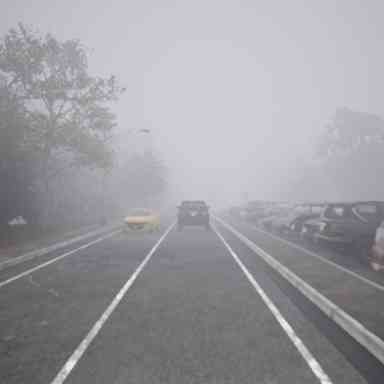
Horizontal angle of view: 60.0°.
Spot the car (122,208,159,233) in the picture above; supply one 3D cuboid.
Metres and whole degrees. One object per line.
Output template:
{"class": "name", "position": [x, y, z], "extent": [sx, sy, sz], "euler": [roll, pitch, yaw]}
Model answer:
{"class": "car", "position": [-3.347, 1.838, 22.290], "extent": [1.882, 1.535, 5.008], "euler": [0, -1, 0]}

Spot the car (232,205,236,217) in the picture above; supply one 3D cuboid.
{"class": "car", "position": [7.120, 2.197, 36.279], "extent": [4.792, 1.488, 2.163], "euler": [0, -1, 0]}

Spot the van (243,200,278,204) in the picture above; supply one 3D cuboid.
{"class": "van", "position": [7.199, 1.808, 30.735], "extent": [4.442, 1.987, 1.878], "euler": [0, -1, 0]}

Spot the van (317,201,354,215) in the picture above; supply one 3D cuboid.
{"class": "van", "position": [20.302, 2.228, 47.260], "extent": [4.442, 1.987, 1.878], "euler": [0, -2, 0]}

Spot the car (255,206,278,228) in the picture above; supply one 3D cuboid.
{"class": "car", "position": [7.042, 1.862, 22.404], "extent": [4.792, 1.488, 2.163], "euler": [0, -1, 0]}

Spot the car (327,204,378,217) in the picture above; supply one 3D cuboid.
{"class": "car", "position": [19.992, 2.291, 41.596], "extent": [5.366, 1.575, 1.946], "euler": [0, -1, 0]}

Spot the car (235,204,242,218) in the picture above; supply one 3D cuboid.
{"class": "car", "position": [7.089, 2.141, 33.504], "extent": [4.674, 1.452, 2.002], "euler": [0, -1, 0]}

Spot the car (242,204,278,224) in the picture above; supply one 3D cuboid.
{"class": "car", "position": [7.085, 1.966, 27.954], "extent": [5.008, 1.535, 2.097], "euler": [0, -1, 0]}

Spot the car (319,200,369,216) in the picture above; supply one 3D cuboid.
{"class": "car", "position": [20.208, 2.116, 44.370], "extent": [5.566, 2.045, 2.435], "euler": [0, -2, 0]}

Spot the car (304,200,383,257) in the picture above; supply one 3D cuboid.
{"class": "car", "position": [7.086, 1.329, 11.324], "extent": [5.566, 2.045, 2.435], "euler": [0, 0, 0]}

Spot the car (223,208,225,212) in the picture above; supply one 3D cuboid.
{"class": "car", "position": [7.107, 2.378, 44.602], "extent": [5.008, 1.535, 2.097], "euler": [0, -2, 0]}

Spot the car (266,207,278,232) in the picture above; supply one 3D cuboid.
{"class": "car", "position": [7.071, 1.806, 19.627], "extent": [4.674, 1.452, 2.002], "euler": [0, -1, 0]}

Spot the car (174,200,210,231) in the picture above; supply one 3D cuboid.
{"class": "car", "position": [0.104, 1.617, 24.014], "extent": [2.150, 2.045, 5.566], "euler": [0, -1, 0]}

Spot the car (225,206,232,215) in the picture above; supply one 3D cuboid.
{"class": "car", "position": [7.065, 1.983, 39.062], "extent": [5.566, 2.045, 2.435], "euler": [0, -1, 0]}

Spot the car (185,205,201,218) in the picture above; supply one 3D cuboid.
{"class": "car", "position": [0.116, 2.390, 41.520], "extent": [1.994, 1.385, 4.181], "euler": [0, -2, 0]}

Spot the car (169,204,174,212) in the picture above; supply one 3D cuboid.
{"class": "car", "position": [-3.246, 3.116, 62.729], "extent": [1.837, 1.490, 4.892], "euler": [0, -3, 1]}

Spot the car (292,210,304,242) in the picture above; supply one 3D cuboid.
{"class": "car", "position": [7.090, 1.661, 14.071], "extent": [4.792, 1.488, 2.163], "euler": [0, -1, 0]}

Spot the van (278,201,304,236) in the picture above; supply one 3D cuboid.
{"class": "van", "position": [6.948, 1.473, 16.858], "extent": [4.442, 1.987, 1.878], "euler": [0, -1, 0]}

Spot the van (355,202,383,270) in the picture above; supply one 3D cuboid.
{"class": "van", "position": [6.937, 1.332, 8.547], "extent": [4.442, 1.987, 1.878], "euler": [0, 0, 0]}

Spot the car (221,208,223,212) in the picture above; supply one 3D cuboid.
{"class": "car", "position": [7.110, 2.462, 47.373], "extent": [4.892, 1.521, 2.231], "euler": [0, -2, 0]}

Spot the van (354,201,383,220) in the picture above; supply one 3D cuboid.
{"class": "van", "position": [20.286, 1.933, 36.064], "extent": [4.442, 1.987, 1.878], "euler": [0, -1, 0]}
